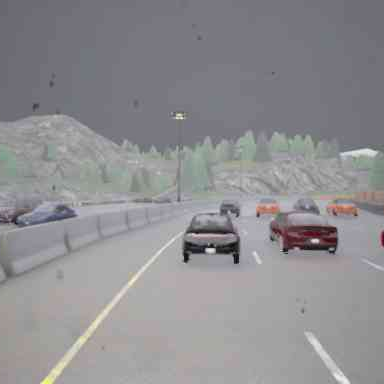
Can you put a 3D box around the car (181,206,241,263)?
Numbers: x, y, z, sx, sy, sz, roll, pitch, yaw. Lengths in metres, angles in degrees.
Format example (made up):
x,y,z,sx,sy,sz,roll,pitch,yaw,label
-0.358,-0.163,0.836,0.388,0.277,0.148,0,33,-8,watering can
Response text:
x,y,z,sx,sy,sz,roll,pitch,yaw,label
0.730,1.497,12.107,2.128,1.511,4.902,0,0,5,car

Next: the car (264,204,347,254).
x,y,z,sx,sy,sz,roll,pitch,yaw,label
4.369,1.498,13.684,1.882,1.535,5.008,0,0,5,car

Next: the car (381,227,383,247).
x,y,z,sx,sy,sz,roll,pitch,yaw,label
7.484,1.252,9.143,2.150,2.045,5.566,0,0,4,car

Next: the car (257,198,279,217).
x,y,z,sx,sy,sz,roll,pitch,yaw,label
7.340,1.388,32.126,2.097,1.767,4.553,0,0,12,car

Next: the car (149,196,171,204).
x,y,z,sx,sy,sz,roll,pitch,yaw,label
-5.500,1.498,62.222,1.837,1.490,4.892,0,0,22,car

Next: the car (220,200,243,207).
x,y,z,sx,sy,sz,roll,pitch,yaw,label
3.746,1.527,32.135,1.837,1.490,4.892,0,0,12,car

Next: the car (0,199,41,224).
x,y,z,sx,sy,sz,roll,pitch,yaw,label
-12.210,1.311,23.609,2.097,1.767,4.553,0,0,9,car

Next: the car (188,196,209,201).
x,y,z,sx,sy,sz,roll,pitch,yaw,label
1.656,1.515,61.321,2.128,1.511,4.902,0,0,22,car

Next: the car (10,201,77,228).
x,y,z,sx,sy,sz,roll,pitch,yaw,label
-9.030,1.496,21.150,1.812,1.442,4.674,0,0,8,car

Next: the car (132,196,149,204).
x,y,z,sx,sy,sz,roll,pitch,yaw,label
-9.185,1.527,62.471,2.033,1.411,5.357,0,0,21,car

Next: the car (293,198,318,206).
x,y,z,sx,sy,sz,roll,pitch,yaw,label
11.004,1.402,32.450,2.097,1.767,4.553,0,0,13,car

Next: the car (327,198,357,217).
x,y,z,sx,sy,sz,roll,pitch,yaw,label
14.670,1.416,32.773,2.097,1.767,4.553,0,0,13,car

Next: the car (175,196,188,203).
x,y,z,sx,sy,sz,roll,pitch,yaw,label
-1.532,1.535,62.807,1.812,1.442,4.674,0,0,22,car
